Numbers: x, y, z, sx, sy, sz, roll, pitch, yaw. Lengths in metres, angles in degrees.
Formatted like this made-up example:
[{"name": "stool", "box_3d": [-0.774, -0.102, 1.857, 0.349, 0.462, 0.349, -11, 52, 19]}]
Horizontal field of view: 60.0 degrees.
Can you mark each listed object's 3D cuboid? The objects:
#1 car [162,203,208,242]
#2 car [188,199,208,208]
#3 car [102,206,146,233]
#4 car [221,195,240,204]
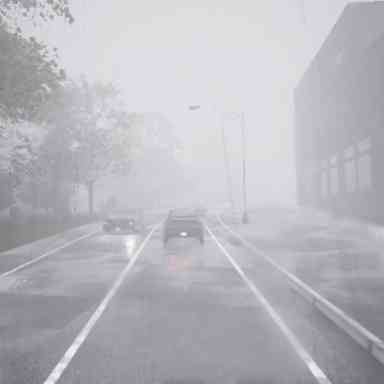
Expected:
[{"name": "car", "box_3d": [-0.413, 1.505, 16.446, 1.837, 1.490, 4.892, 0, 0, -1]}, {"name": "car", "box_3d": [0.552, 1.433, 34.514, 1.812, 1.442, 4.674, -1, 0, 9]}, {"name": "car", "box_3d": [-3.911, 1.541, 20.049, 2.033, 1.411, 5.357, 0, 0, -1]}, {"name": "car", "box_3d": [6.891, 1.341, 59.670, 1.837, 1.490, 4.892, -4, -1, 33]}]
